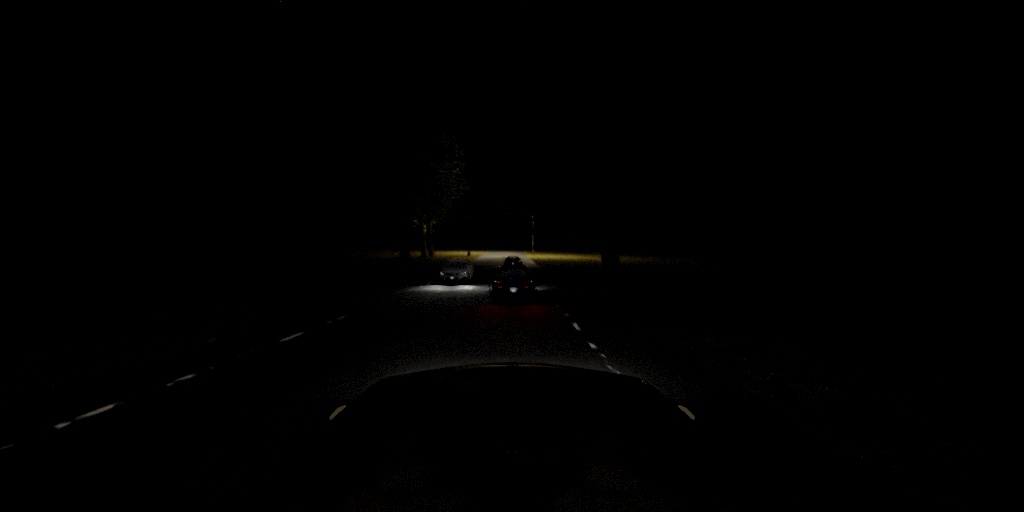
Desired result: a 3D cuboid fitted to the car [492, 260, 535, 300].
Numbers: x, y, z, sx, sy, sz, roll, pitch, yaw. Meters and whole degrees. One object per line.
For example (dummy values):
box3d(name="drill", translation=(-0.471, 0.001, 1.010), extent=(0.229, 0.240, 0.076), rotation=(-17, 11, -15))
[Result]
box3d(name="car", translation=(0.068, 1.102, 16.411), extent=(1.812, 1.442, 4.674), rotation=(0, 1, 0))

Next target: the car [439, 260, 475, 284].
box3d(name="car", translation=(-3.538, 0.975, 23.614), extent=(1.812, 1.442, 4.674), rotation=(0, 1, 1))

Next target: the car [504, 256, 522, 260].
box3d(name="car", translation=(0.097, 0.650, 39.007), extent=(1.994, 1.385, 4.181), rotation=(0, 2, 0))
